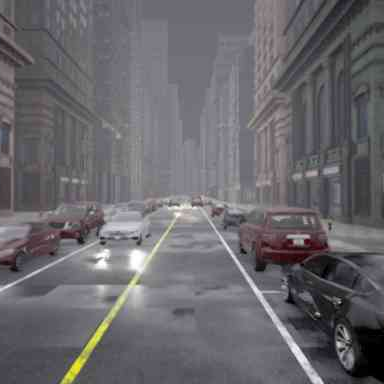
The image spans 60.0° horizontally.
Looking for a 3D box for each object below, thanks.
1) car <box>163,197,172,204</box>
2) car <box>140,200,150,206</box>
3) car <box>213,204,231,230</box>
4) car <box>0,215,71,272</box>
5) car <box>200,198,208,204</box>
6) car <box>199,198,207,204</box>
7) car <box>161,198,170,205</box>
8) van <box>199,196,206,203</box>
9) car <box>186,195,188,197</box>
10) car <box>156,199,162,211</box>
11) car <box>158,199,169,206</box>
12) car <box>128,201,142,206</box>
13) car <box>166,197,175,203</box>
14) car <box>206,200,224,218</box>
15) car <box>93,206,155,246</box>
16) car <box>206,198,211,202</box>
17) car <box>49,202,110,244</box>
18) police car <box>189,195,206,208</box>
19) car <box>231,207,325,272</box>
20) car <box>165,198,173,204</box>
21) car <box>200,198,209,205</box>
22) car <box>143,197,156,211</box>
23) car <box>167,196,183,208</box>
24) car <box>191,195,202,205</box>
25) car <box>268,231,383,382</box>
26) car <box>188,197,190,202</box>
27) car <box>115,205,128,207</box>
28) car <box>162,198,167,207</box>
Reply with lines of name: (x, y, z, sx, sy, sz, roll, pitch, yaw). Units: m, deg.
car: (-5.754, 2.004, 78.238, 1.967, 1.590, 4.097, 0, 0, 0)
car: (-5.757, 1.805, 33.425, 1.947, 1.339, 4.313, 0, 0, 0)
car: (2.767, 1.709, 22.225, 2.008, 1.369, 4.403, 0, 0, 0)
car: (-5.759, 1.662, 11.018, 1.802, 1.307, 4.206, 0, 0, 0)
car: (2.771, 2.107, 78.246, 1.887, 1.381, 4.507, 0, 0, 0)
car: (2.771, 2.148, 83.847, 1.887, 1.381, 4.507, 0, 0, 0)
car: (-5.755, 2.047, 72.466, 1.752, 1.417, 4.829, 0, 0, 0)
van: (2.772, 1.985, 89.451, 1.690, 1.788, 3.998, 0, 0, 0)
car: (0.006, 2.069, 89.478, 1.994, 1.385, 4.181, 0, 0, 0)
car: (-5.756, 1.635, 44.629, 2.192, 1.841, 5.009, 0, 0, 0)
car: (-5.755, 2.064, 67.034, 1.802, 1.307, 4.206, 0, 0, 0)
car: (-5.758, 1.750, 27.823, 2.008, 1.369, 4.403, 0, 0, 0)
car: (-5.754, 2.190, 89.441, 1.887, 1.381, 4.507, 0, 0, 0)
car: (2.768, 1.783, 33.430, 1.887, 1.381, 4.507, 0, 0, 0)
car: (-3.098, 1.642, 16.173, 1.812, 1.442, 4.674, 0, 0, 0)
car: (2.770, 1.880, 61.440, 1.967, 1.590, 4.097, 0, 0, 0)
car: (-5.757, 1.435, 16.621, 2.192, 1.841, 5.009, 0, 0, 0)
police car: (0.904, 1.820, 55.231, 1.930, 1.638, 5.238, 0, 0, 0)
car: (2.768, 1.394, 11.022, 2.192, 1.841, 5.009, 0, 0, 0)
car: (-5.754, 2.149, 83.839, 1.887, 1.381, 4.507, 0, 0, 0)
car: (2.771, 2.048, 72.814, 1.752, 1.417, 4.829, 0, 0, 0)
car: (-5.756, 1.720, 39.027, 1.967, 1.590, 4.097, 0, 0, 0)
car: (-3.049, 1.894, 58.135, 1.882, 1.535, 5.008, 0, 0, 0)
car: (0.905, 1.736, 71.153, 2.150, 2.045, 5.566, 0, 0, 0)
car: (2.766, 1.605, 5.419, 1.947, 1.339, 4.313, 0, 0, 0)
car: (0.825, 1.690, 65.144, 2.150, 2.045, 5.566, 0, 0, -1)
car: (-5.758, 1.684, 22.052, 1.752, 1.417, 4.829, 0, 0, 0)
car: (-5.756, 1.945, 55.831, 1.887, 1.381, 4.507, 0, 0, 0)
